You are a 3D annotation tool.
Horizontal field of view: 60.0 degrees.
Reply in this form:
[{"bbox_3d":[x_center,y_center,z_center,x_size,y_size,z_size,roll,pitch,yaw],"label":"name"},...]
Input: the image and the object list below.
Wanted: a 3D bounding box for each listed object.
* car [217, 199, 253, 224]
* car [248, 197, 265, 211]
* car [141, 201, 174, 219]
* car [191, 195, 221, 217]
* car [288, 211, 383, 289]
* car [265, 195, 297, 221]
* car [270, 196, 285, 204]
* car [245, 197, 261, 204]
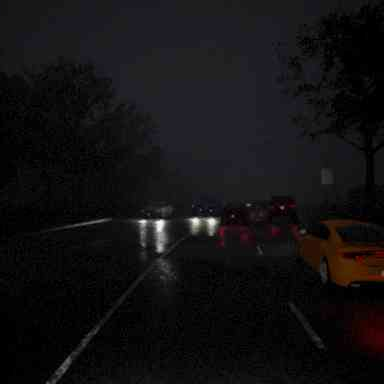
[{"bbox_3d":[3.385,1.537,25.485,1.882,1.535,5.008,0,0,13],"label":"car"},{"bbox_3d":[8.609,1.600,41.925,2.128,1.511,4.902,0,0,21],"label":"car"},{"bbox_3d":[-2.967,1.565,29.725,1.812,1.442,4.674,0,0,15],"label":"car"},{"bbox_3d":[1.602,1.285,33.151,2.150,2.045,5.566,0,0,17],"label":"car"},{"bbox_3d":[4.202,1.508,9.224,1.882,1.535,5.008,0,0,5],"label":"car"},{"bbox_3d":[7.542,1.302,27.794,2.150,2.045,5.566,0,0,15],"label":"car"},{"bbox_3d":[18.285,1.628,70.807,2.128,1.511,4.902,0,0,28],"label":"car"},{"bbox_3d":[12.411,1.705,67.157,1.994,1.385,4.181,0,0,27],"label":"car"}]
